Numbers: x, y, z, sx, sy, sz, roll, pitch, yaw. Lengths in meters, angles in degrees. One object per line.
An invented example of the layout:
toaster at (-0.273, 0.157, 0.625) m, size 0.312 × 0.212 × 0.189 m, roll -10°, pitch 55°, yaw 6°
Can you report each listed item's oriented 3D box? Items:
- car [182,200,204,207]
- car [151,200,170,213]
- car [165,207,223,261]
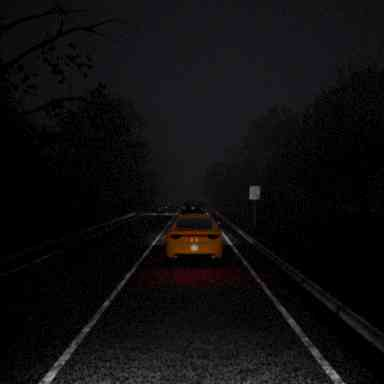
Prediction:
car at (0.088, 1.521, 32.392) m, size 2.097 × 1.767 × 4.553 m, roll 0°, pitch 0°, yaw 0°
car at (-3.600, 1.706, 39.106) m, size 1.812 × 1.442 × 4.674 m, roll 0°, pitch 0°, yaw 0°
car at (0.080, 1.560, 12.580) m, size 1.882 × 1.535 × 5.008 m, roll 0°, pitch 0°, yaw 0°
